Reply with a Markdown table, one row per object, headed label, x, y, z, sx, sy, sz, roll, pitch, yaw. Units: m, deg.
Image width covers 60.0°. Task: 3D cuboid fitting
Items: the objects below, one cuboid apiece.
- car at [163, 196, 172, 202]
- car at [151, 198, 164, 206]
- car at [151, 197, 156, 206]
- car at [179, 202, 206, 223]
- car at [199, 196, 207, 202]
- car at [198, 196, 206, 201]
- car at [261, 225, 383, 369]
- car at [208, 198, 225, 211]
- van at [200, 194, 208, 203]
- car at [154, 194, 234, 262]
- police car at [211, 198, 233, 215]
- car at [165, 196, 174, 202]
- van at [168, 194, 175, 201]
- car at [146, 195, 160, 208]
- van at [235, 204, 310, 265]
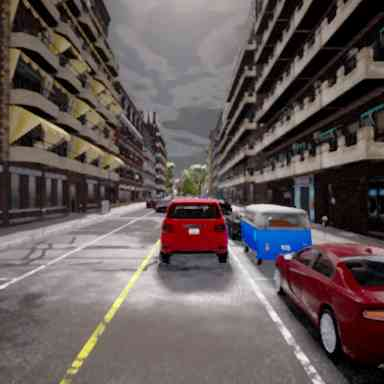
| label | x | y | z | sx | sy | sz | roll | pitch | yaw |
| --- | --- | --- | --- | --- | --- | --- | --- | --- | --- |
| car | -5.752 | 1.637 | 78.118 | 1.752 | 1.417 | 4.829 | 1 | 0 | 0 |
| car | -5.732 | 1.661 | 56.004 | 1.802 | 1.307 | 4.206 | 1 | 0 | 0 |
| car | -3.135 | 1.601 | 38.234 | 2.033 | 1.411 | 5.357 | 0 | 0 | 0 |
| car | 0.059 | 1.586 | 27.453 | 2.033 | 1.411 | 5.357 | 0 | 0 | 0 |
| car | 2.635 | 1.638 | 78.426 | 1.752 | 1.417 | 4.829 | 1 | 0 | 0 |
| car | 2.596 | 1.674 | 89.398 | 1.887 | 1.381 | 4.507 | 1 | 0 | 0 |
| car | 2.696 | 1.553 | 5.831 | 1.887 | 1.381 | 4.507 | 1 | 0 | 0 |
| car | 3.106 | 1.564 | 42.430 | 1.837 | 1.490 | 4.892 | 0 | 0 | 0 |
| van | 2.639 | 1.445 | 72.685 | 1.690 | 1.788 | 3.998 | 1 | 0 | 0 |
| car | 0.071 | 1.240 | 12.411 | 2.150 | 2.045 | 5.566 | 0 | 0 | 0 |
| police car | 3.101 | 1.475 | 35.539 | 1.930 | 1.638 | 5.238 | 0 | 0 | 0 |
| car | -5.758 | 1.686 | 83.859 | 1.947 | 1.339 | 4.313 | 1 | 0 | 0 |
| van | -5.766 | 1.478 | 95.002 | 1.690 | 1.788 | 3.998 | 1 | 0 | 0 |
| car | -5.723 | 1.386 | 50.433 | 2.192 | 1.841 | 5.009 | 1 | 0 | 0 |
| van | 2.693 | 1.358 | 11.402 | 1.690 | 1.788 | 3.998 | 1 | 0 | 0 |
